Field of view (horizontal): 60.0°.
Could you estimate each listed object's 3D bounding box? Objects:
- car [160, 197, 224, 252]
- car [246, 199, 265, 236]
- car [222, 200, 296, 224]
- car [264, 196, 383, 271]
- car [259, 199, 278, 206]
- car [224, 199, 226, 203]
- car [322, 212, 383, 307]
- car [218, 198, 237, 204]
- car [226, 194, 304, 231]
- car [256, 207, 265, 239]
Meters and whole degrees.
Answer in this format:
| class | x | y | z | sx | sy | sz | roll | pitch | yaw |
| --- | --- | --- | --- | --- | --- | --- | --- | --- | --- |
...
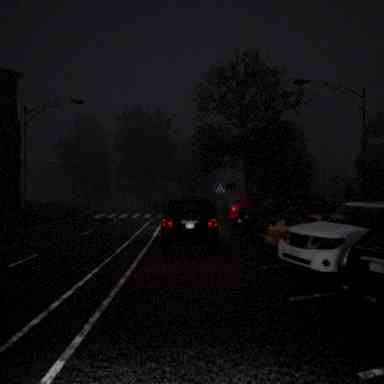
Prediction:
| class | x | y | z | sx | sy | sz | roll | pitch | yaw |
| --- | --- | --- | --- | --- | --- | --- | --- | --- | --- |
| car | -0.118 | 1.227 | 14.104 | 2.150 | 2.045 | 5.566 | 0 | 1 | -1 |
| car | 5.216 | 1.366 | 15.639 | 4.553 | 1.767 | 2.185 | 1 | 1 | -21 |
| car | 4.950 | 1.407 | 24.544 | 4.892 | 1.521 | 2.231 | 1 | 0 | -22 |
| car | 5.259 | 1.273 | 9.666 | 5.566 | 2.045 | 2.435 | 1 | 1 | -21 |
| car | 18.901 | 2.593 | 82.389 | 1.837 | 1.490 | 4.892 | 0 | 0 | -23 |
| car | 5.071 | 1.183 | 21.584 | 5.566 | 2.045 | 2.435 | 1 | 0 | -22 |
| car | 5.284 | 1.399 | 6.696 | 4.553 | 1.767 | 2.185 | 1 | 0 | -21 |
| car | 10.061 | 2.578 | 94.491 | 4.902 | 1.511 | 2.128 | 0 | 0 | 30 |
| car | 5.097 | 1.211 | 18.581 | 5.566 | 2.045 | 2.435 | 1 | 1 | -22 |
| car | 5.410 | 1.511 | 12.734 | 5.366 | 1.575 | 1.946 | 1 | 0 | -21 |
